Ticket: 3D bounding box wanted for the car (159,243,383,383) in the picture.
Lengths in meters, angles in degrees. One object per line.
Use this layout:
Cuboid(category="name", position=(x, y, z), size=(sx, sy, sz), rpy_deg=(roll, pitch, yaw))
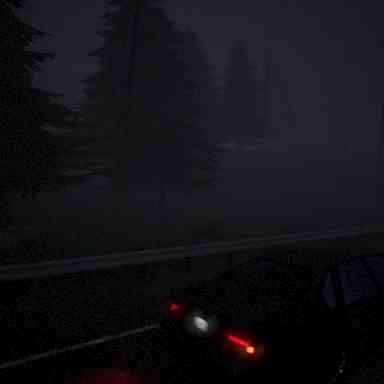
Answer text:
Cuboid(category="car", position=(2.172, 1.547, 5.194), size=(5.357, 1.411, 2.033), rpy_deg=(0, 0, -34))
